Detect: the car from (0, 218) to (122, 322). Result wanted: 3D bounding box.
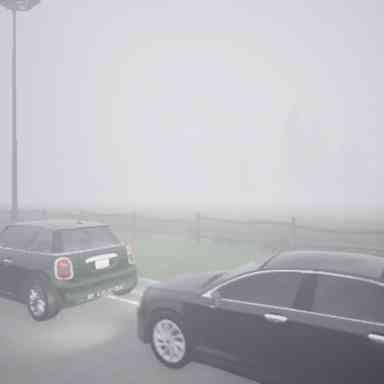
[{"bbox_3d":[-3.447,1.414,7.624,4.553,1.767,2.097,-1,0,36],"label":"car"}]

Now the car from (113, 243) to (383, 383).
[{"bbox_3d":[1.411,1.517,4.151,4.892,1.490,1.837,-1,0,36],"label":"car"}]
